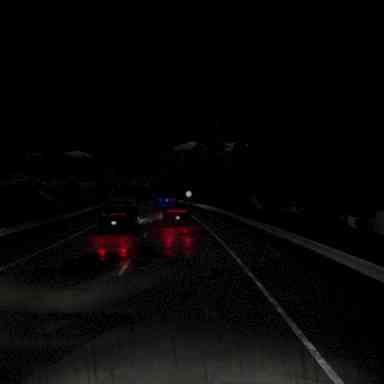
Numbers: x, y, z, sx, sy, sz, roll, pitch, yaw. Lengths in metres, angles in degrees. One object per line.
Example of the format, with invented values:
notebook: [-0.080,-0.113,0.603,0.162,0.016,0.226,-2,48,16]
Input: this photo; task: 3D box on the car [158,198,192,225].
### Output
car: [-1.096,1.390,23.034,2.128,1.511,4.902,0,0,-5]

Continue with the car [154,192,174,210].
car: [-3.249,1.051,39.900,2.150,2.045,5.566,0,0,-9]

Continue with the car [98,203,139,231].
car: [-4.329,1.408,19.945,2.128,1.511,4.902,0,0,-5]
